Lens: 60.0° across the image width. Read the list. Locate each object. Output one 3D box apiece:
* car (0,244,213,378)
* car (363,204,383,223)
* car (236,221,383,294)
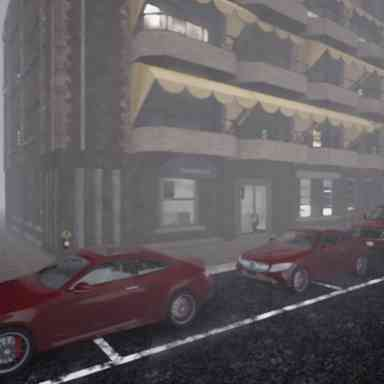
[{"bbox_3d":[-1.546,1.583,5.456,4.206,1.307,1.802,0,0,-35],"label":"car"},{"bbox_3d":[7.653,1.320,12.014,5.009,1.841,2.192,0,0,-35],"label":"car"},{"bbox_3d":[3.054,1.585,8.735,4.206,1.307,1.802,0,0,-35],"label":"car"}]
